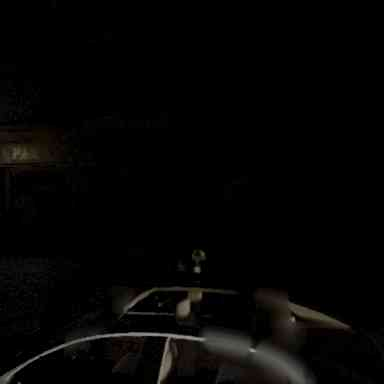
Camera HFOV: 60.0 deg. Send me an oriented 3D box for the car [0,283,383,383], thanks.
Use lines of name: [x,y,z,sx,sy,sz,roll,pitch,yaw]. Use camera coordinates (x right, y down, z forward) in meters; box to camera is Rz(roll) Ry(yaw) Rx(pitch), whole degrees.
car: [-0.330,1.536,2.811,4.403,1.369,2.008,0,0,13]
